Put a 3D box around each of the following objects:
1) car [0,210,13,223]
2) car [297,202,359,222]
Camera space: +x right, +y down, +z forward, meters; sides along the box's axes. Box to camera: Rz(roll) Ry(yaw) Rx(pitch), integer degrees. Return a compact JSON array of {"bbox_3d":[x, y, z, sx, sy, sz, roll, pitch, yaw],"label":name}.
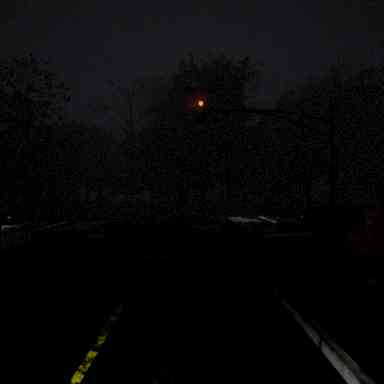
[{"bbox_3d":[-14.896,1.473,22.866,4.674,1.442,1.812,0,0,0],"label":"car"},{"bbox_3d":[10.908,1.648,26.397,4.718,1.301,1.895,0,0,-1],"label":"car"}]
